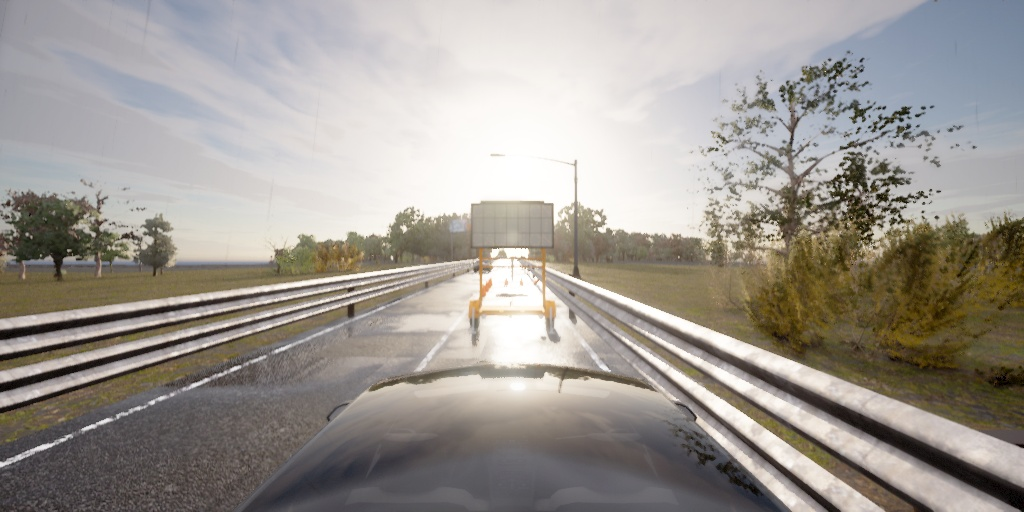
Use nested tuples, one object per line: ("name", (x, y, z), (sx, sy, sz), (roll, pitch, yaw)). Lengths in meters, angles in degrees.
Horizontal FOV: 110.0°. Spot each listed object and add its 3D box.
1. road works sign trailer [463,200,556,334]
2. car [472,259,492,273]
("road works sign trailer", (0.014, 0.185, 10.507), (2.380, 3.560, 2.880), (0, 0, 0))
("car", (-3.332, 1.123, 40.925), (1.837, 1.490, 4.892), (0, 0, 0))
